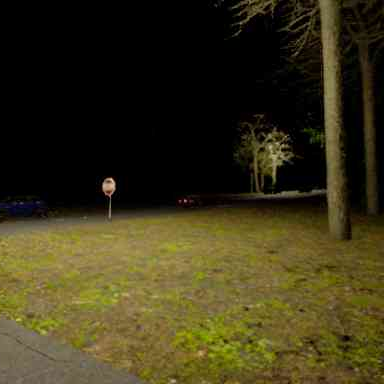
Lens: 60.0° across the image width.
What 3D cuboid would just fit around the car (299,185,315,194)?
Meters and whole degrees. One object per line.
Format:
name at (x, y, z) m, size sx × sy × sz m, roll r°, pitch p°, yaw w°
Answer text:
car at (23.080, -0.408, 67.395) m, size 1.895 × 1.301 × 4.718 m, roll -2°, pitch 1°, yaw 27°

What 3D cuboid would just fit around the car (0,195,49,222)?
car at (-12.928, 1.097, 24.181) m, size 2.097 × 1.767 × 4.553 m, roll -3°, pitch -1°, yaw 34°

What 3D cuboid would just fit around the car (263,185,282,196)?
car at (16.240, -0.418, 66.941) m, size 2.150 × 2.045 × 5.566 m, roll -3°, pitch 1°, yaw 34°

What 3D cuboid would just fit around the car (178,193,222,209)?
car at (0.803, 0.822, 31.860) m, size 2.033 × 1.411 × 5.357 m, roll -3°, pitch 0°, yaw 34°
